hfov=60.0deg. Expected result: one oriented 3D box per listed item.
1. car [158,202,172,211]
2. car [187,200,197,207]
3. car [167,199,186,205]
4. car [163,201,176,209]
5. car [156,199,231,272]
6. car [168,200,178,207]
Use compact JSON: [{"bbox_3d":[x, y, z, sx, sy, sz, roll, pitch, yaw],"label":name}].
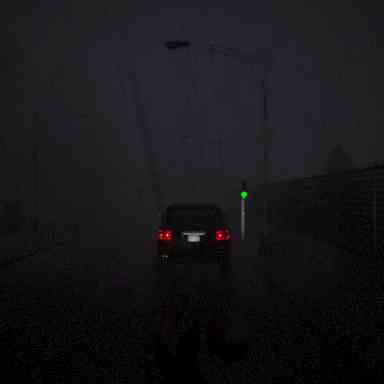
[{"bbox_3d":[-4.103,2.246,51.285,1.895,1.301,4.718,0,-1,0],"label":"car"},{"bbox_3d":[-0.011,2.452,72.500,2.033,1.411,5.357,0,-1,0],"label":"car"},{"bbox_3d":[-3.920,2.548,85.096,5.008,1.535,1.882,-1,-1,40],"label":"car"},{"bbox_3d":[-4.066,2.315,61.048,2.033,1.411,5.357,0,-1,0],"label":"car"},{"bbox_3d":[0.070,1.367,11.467,2.150,2.045,5.566,0,-1,1],"label":"car"},{"bbox_3d":[-4.015,2.446,71.032,1.994,1.385,4.181,0,-1,0],"label":"car"}]
